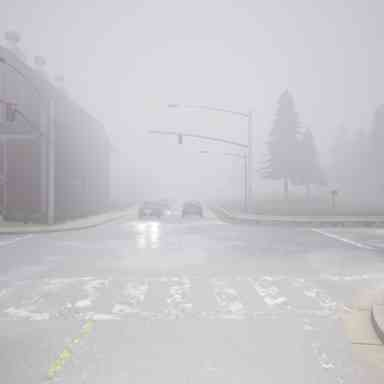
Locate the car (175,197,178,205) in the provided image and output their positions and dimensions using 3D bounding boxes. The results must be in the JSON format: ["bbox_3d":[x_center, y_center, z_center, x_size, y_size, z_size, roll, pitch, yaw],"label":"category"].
[{"bbox_3d":[-3.505,1.525,59.994,1.812,1.442,4.674,0,0,1],"label":"car"}]

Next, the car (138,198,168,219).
[{"bbox_3d":[-3.577,1.492,29.636,2.128,1.511,4.902,0,0,0],"label":"car"}]

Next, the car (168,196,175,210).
[{"bbox_3d":[-3.566,1.503,41.933,1.837,1.490,4.892,0,1,0],"label":"car"}]

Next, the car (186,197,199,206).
[{"bbox_3d":[0.044,1.547,55.918,2.033,1.411,5.357,0,0,0],"label":"car"}]

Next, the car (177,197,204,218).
[{"bbox_3d":[0.024,1.492,30.452,2.128,1.511,4.902,0,0,0],"label":"car"}]
